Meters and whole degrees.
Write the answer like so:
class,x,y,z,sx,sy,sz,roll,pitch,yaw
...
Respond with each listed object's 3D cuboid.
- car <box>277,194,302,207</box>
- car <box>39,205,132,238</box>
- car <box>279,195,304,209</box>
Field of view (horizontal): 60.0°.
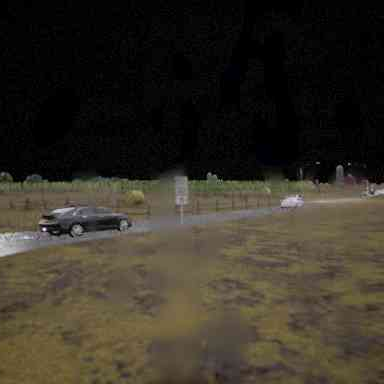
class,x,y,z,sx,sy,sz,roll,pitch,yaw
car,14.545,1.200,49.481,2.097,1.767,4.553,-2,0,35
car,-5.204,1.419,16.889,1.837,1.490,4.892,-2,-1,35
car,12.776,1.383,42.228,1.812,1.442,4.674,-2,0,35
